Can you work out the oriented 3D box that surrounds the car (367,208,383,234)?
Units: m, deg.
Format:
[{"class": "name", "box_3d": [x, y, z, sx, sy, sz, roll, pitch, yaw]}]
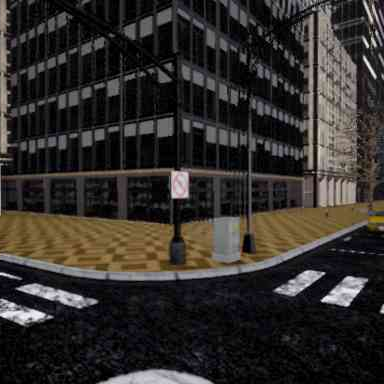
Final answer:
[{"class": "car", "box_3d": [10.950, 1.497, 18.540, 1.752, 1.417, 4.829, 0, 0, 37]}]
